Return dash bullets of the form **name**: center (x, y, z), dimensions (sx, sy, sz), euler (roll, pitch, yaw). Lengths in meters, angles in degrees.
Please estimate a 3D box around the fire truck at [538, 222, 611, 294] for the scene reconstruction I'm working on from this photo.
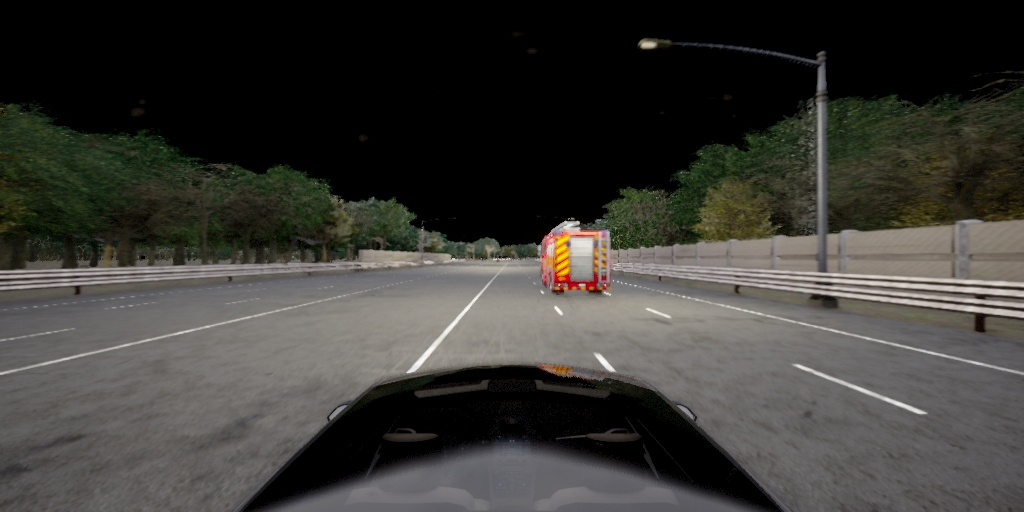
- **fire truck**: center (3.508, 0.191, 21.949), dimensions (2.891, 3.827, 8.468), euler (0, 0, 0)
